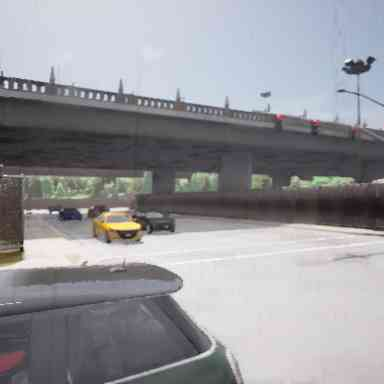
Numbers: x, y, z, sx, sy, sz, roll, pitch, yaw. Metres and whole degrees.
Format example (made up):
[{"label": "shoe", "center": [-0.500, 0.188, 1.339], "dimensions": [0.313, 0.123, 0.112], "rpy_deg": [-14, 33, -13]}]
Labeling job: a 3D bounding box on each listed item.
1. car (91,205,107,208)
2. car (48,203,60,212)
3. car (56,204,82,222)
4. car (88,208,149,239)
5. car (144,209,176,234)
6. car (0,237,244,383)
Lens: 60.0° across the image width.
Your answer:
[{"label": "car", "center": [-10.748, 2.276, 38.786], "dimensions": [2.097, 1.767, 4.553], "rpy_deg": [0, -1, -28]}, {"label": "car", "center": [-20.467, 2.453, 49.974], "dimensions": [1.837, 1.490, 4.892], "rpy_deg": [0, -1, -28]}, {"label": "car", "center": [-13.051, 2.357, 35.632], "dimensions": [1.882, 1.535, 5.008], "rpy_deg": [0, -1, -28]}, {"label": "car", "center": [-4.370, 1.946, 19.063], "dimensions": [1.882, 1.535, 5.008], "rpy_deg": [0, -1, -28]}, {"label": "car", "center": [-2.794, 2.024, 23.596], "dimensions": [1.882, 1.535, 5.008], "rpy_deg": [0, -1, -28]}, {"label": "car", "center": [-1.847, 1.418, 2.213], "dimensions": [4.553, 1.767, 2.097], "rpy_deg": [1, -2, -28]}]
